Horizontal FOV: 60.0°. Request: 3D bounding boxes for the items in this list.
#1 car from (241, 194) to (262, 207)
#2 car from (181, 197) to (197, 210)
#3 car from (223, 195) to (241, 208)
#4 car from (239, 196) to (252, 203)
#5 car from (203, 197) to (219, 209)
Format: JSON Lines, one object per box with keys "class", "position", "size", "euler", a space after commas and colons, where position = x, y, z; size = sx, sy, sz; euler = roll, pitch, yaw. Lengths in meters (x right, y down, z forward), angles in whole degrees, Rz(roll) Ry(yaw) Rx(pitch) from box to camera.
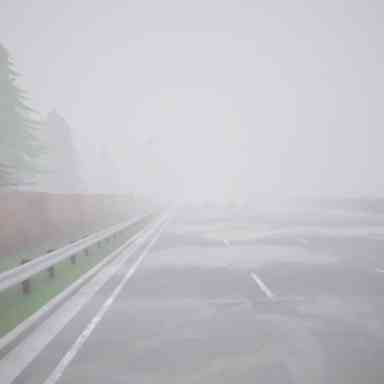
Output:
{"class": "car", "position": [9.766, 1.391, 53.901], "size": [2.150, 2.045, 5.566], "euler": [-2, 0, -1]}
{"class": "car", "position": [-0.703, 2.037, 53.062], "size": [2.033, 1.411, 5.357], "euler": [-2, 0, -1]}
{"class": "car", "position": [6.268, 1.761, 54.344], "size": [1.882, 1.535, 5.008], "euler": [-2, 0, -1]}
{"class": "car", "position": [12.764, 1.830, 79.843], "size": [2.128, 1.511, 4.902], "euler": [-2, -1, -1]}
{"class": "car", "position": [2.780, 1.990, 53.980], "size": [1.895, 1.301, 4.718], "euler": [-2, 0, -1]}
